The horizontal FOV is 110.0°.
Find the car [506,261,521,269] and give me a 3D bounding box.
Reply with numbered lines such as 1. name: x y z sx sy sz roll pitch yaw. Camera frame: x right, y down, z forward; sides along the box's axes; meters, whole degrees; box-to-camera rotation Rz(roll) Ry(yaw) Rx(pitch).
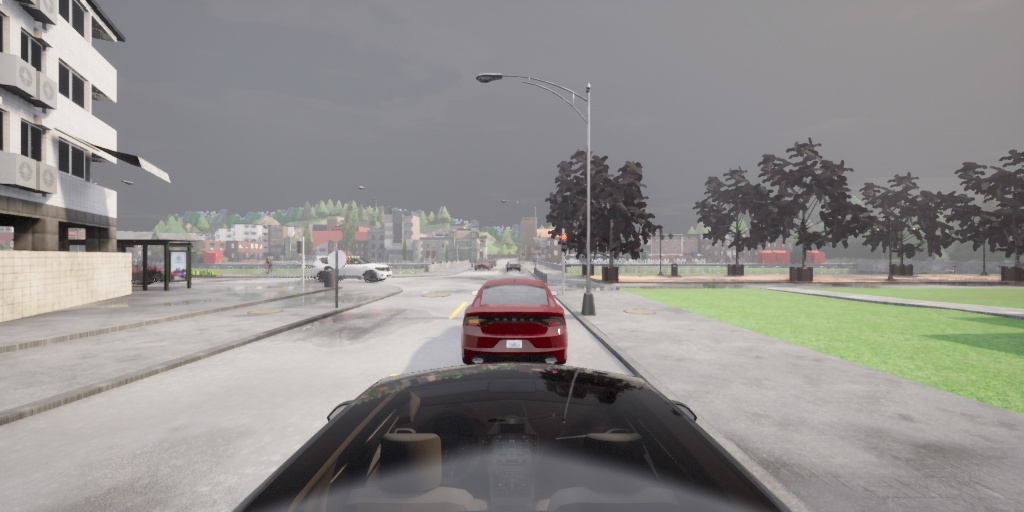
1. car: 0.170 1.351 48.274 1.895 1.301 4.718 0 0 0

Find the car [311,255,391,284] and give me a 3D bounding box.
1. car: -12.016 0.971 26.909 5.566 2.045 2.150 0 0 -1

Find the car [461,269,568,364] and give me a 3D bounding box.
1. car: 0.057 1.228 8.091 1.882 1.535 5.008 0 0 0

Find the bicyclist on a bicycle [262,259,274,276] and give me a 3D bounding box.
1. bicyclist on a bicycle: -24.002 1.099 35.296 0.582 1.620 1.656 0 0 0

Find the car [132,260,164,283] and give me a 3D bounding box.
1. car: -27.044 1.101 26.904 4.553 1.767 2.097 0 0 0

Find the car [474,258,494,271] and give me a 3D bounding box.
1. car: -4.061 1.102 50.292 2.097 1.767 4.553 0 0 0

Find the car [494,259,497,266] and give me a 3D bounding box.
1. car: -4.040 1.241 59.536 2.128 1.511 4.902 0 0 0
